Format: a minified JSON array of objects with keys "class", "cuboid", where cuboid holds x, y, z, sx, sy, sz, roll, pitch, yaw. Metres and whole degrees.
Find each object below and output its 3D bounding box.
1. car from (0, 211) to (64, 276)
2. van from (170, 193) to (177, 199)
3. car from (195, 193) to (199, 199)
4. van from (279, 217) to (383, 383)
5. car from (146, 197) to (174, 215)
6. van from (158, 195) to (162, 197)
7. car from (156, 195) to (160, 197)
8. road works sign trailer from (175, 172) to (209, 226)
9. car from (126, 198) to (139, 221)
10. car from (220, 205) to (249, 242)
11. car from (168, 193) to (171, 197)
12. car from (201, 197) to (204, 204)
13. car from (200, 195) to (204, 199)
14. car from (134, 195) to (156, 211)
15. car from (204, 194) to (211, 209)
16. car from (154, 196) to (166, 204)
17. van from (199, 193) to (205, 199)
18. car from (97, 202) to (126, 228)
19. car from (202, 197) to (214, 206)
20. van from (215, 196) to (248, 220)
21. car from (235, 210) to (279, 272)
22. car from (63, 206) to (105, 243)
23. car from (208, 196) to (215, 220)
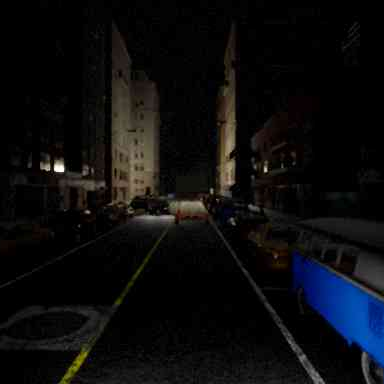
[{"class":"car","cuboid":[-5.861,1.518,10.251,1.752,1.417,4.829,0,0,0]},{"class":"van","cuboid":[-5.886,1.208,94.300,1.690,1.788,3.998,0,0,0]},{"class":"car","cuboid":[2.639,1.307,94.320,1.967,1.590,4.097,0,0,0]},{"class":"van","cuboid":[2.666,1.338,4.761,1.690,1.788,3.998,0,0,0]},{"class":"car","cuboid":[-3.106,1.497,32.957,1.812,1.442,4.674,0,0,0]},{"class":"van","cuboid":[-5.874,1.296,50.099,1.690,1.788,3.998,0,0,0]},{"class":"car","cuboid":[-5.872,1.511,44.430,2.008,1.369,4.403,0,0,0]},{"class":"road works sign trailer","cuboid":[-0.007,0.446,23.078,2.380,3.560,2.880,0,0,0]},{"class":"car","cuboid":[-5.867,1.503,27.256,1.752,1.417,4.829,0,0,0]},{"class":"car","cuboid":[2.663,1.539,16.100,2.008,1.369,4.403,0,0,0]},{"class":"car","cuboid":[-5.878,1.475,67.104,2.008,1.369,4.403,0,0,0]},{"class":"car","cuboid":[2.654,1.527,44.447,1.947,1.339,4.313,0,0,0]},{"class":"car","cuboid":[2.652,1.506,50.115,2.008,1.369,4.403,0,0,0]},{"class":"car","cuboid":[-5.870,1.281,38.763,2.192,1.841,5.009,0,0,0]},{"class":"car","cuboid":[2.657,1.287,33.108,2.192,1.841,5.009,0,0,0]},{"class":"car","cuboid":[-5.877,1.461,61.267,1.752,1.417,4.829,0,0,0]},{"class":"van","cuboid":[2.649,1.277,61.455,1.690,1.788,3.998,0,0,0]},{"class":"car","cuboid":[-5.865,1.527,21.757,1.887,1.381,4.507,0,0,0]},{"class":"car","cuboid":[2.651,1.529,55.785,1.802,1.307,4.206,0,0,0]},{"class":"van","cuboid":[2.661,1.324,21.769,1.690,1.788,3.998,0,0,0]},{"class":"car","cuboid":[2.664,1.518,10.600,1.752,1.417,4.829,0,0,0]},{"class":"car","cuboid":[-5.863,1.554,16.090,1.947,1.339,4.313,0,0,0]},{"class":"car","cuboid":[2.659,1.418,27.439,1.967,1.590,4.097,0,0,0]}]
